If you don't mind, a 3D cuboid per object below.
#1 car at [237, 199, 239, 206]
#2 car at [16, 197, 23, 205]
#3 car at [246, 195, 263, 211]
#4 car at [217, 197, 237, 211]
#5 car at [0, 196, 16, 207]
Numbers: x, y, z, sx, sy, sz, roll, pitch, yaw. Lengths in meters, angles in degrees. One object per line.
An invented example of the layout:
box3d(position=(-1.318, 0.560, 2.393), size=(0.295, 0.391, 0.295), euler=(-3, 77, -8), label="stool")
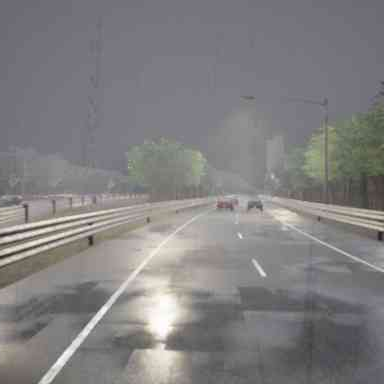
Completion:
box3d(position=(6.787, 1.508, 55.728), size=(2.128, 1.511, 4.902), euler=(0, 0, 11), label="car")
box3d(position=(-25.478, 1.385, 47.033), size=(1.837, 1.490, 4.892), euler=(0, 0, -10), label="car")
box3d(position=(7.581, 1.512, 40.200), size=(1.837, 1.490, 4.892), euler=(0, 0, 10), label="car")
box3d(position=(4.192, 1.478, 41.078), size=(1.882, 1.535, 5.008), euler=(0, 0, 10), label="car")
box3d(position=(-24.451, 1.451, 42.542), size=(1.994, 1.385, 4.181), euler=(0, 0, -15), label="car")
